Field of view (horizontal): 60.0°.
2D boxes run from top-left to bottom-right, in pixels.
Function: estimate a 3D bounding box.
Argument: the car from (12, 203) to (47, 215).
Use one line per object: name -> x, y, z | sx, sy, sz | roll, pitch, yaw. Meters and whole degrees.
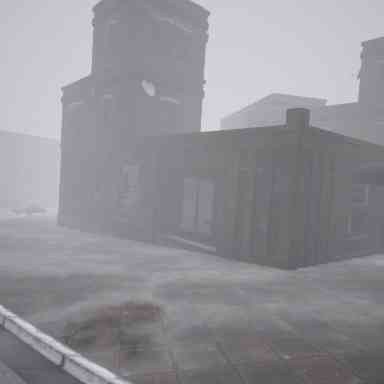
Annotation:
car -> -20.240, 2.106, 41.609 | 2.033, 1.411, 5.357 | 4, -2, 3
